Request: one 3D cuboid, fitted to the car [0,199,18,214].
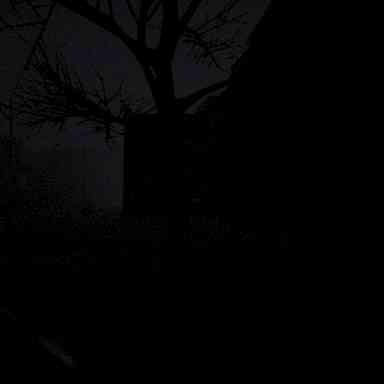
[{"bbox_3d":[-19.979,1.554,34.484,1.837,1.490,4.892,1,0,2],"label":"car"}]
